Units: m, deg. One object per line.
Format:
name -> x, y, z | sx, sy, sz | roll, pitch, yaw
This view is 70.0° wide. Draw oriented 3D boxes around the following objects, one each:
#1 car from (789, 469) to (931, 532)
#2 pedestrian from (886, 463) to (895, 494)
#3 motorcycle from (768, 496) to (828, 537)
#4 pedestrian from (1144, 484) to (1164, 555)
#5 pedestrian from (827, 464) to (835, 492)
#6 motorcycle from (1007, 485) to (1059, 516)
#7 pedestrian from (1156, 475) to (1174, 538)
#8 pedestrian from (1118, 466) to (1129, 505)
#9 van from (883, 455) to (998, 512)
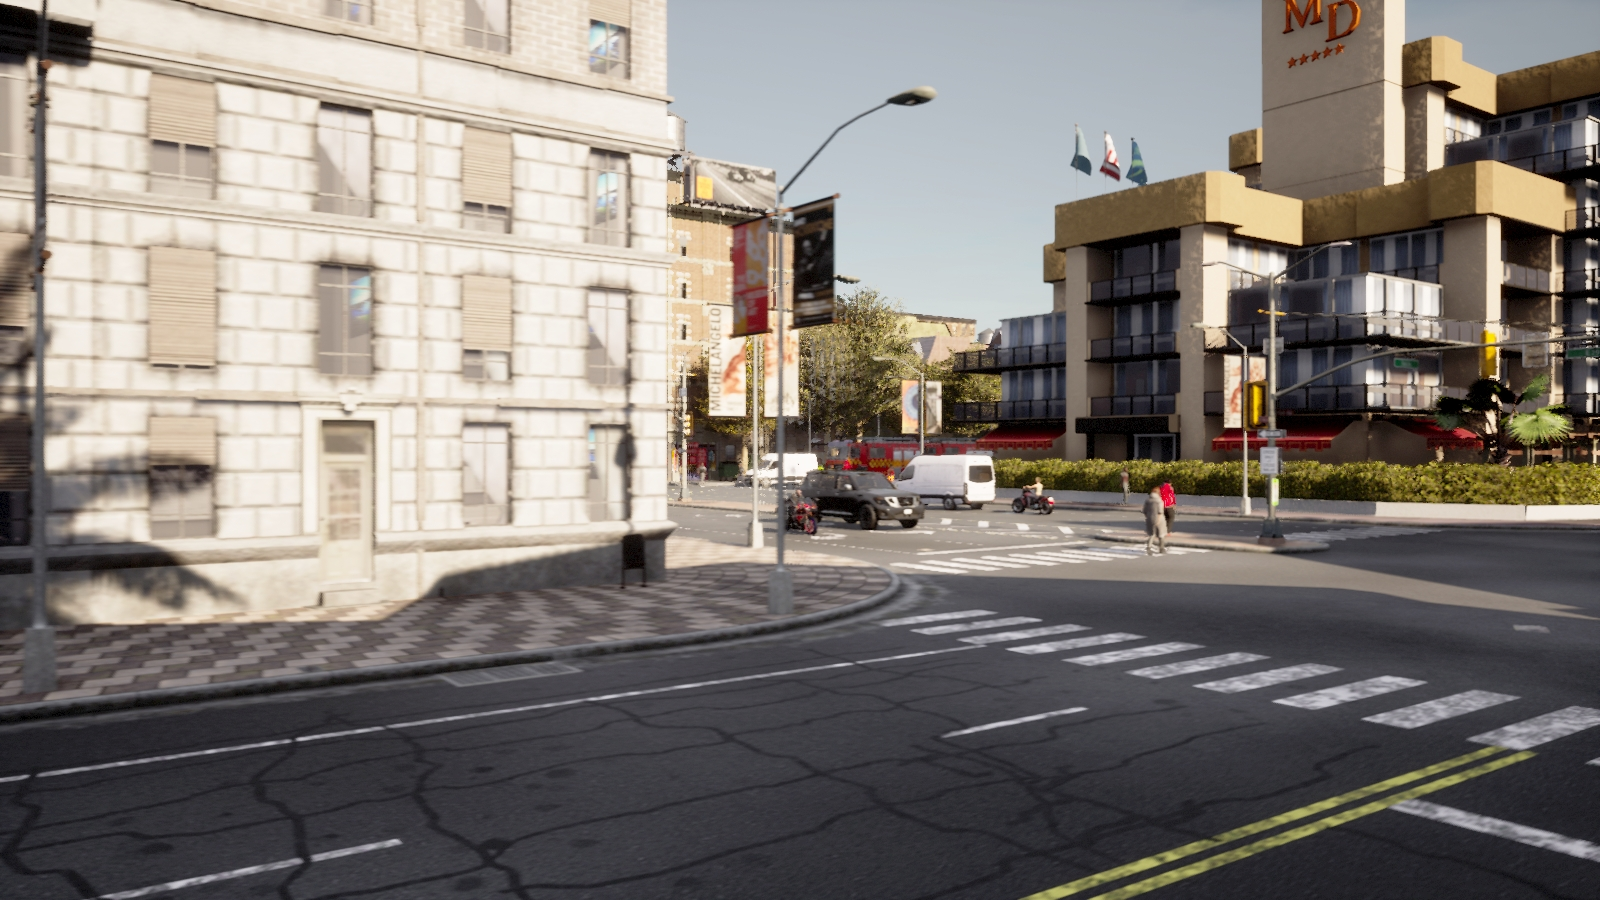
car -> 2.087, 1.777, 41.681 | 2.150, 2.045, 5.566 | 0, 0, -36
pedestrian -> 5.408, 1.693, 68.390 | 0.375, 1.860, 0.375 | 0, 0, -32
motorcycle -> -0.075, 2.203, 38.221 | 0.867, 1.251, 2.209 | 0, 0, -36
pedestrian -> 9.449, 1.846, 30.463 | 0.375, 1.860, 0.375 | 0, 0, -43
pedestrian -> 2.059, 1.844, 75.593 | 0.375, 1.860, 0.375 | 0, 0, -38
motorcycle -> 10.076, 2.166, 49.481 | 0.764, 1.277, 2.356 | 0, 0, -34
pedestrian -> 10.997, 1.700, 34.464 | 0.375, 1.860, 0.375 | 0, 0, -39
pedestrian -> 15.507, 1.691, 54.738 | 0.375, 1.860, 0.375 | 0, 0, -38
van -> 6.612, 1.530, 54.582 | 1.988, 2.561, 5.915 | 0, 0, -36
